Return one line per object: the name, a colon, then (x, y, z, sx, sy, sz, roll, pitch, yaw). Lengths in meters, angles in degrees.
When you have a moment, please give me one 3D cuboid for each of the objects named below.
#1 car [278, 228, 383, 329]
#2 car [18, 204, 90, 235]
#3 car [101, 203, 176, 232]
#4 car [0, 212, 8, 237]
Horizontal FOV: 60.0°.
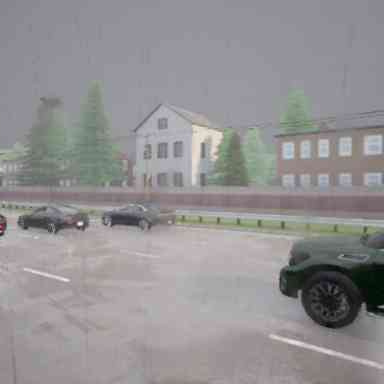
car: (4.261, 1.226, 5.250, 5.566, 2.045, 2.150, 1, 0, 35)
car: (-7.442, 1.385, 17.880, 4.674, 1.442, 1.812, 1, 0, 35)
car: (-3.163, 1.375, 19.144, 4.902, 1.511, 2.128, 1, 0, 35)
car: (-10.670, 1.351, 15.901, 4.892, 1.490, 1.837, 1, 0, 35)
